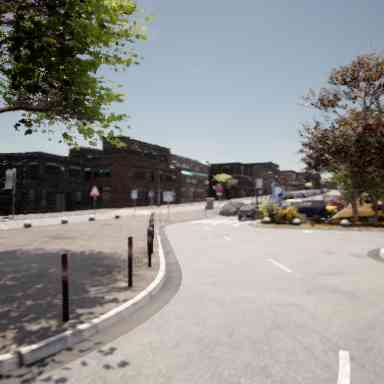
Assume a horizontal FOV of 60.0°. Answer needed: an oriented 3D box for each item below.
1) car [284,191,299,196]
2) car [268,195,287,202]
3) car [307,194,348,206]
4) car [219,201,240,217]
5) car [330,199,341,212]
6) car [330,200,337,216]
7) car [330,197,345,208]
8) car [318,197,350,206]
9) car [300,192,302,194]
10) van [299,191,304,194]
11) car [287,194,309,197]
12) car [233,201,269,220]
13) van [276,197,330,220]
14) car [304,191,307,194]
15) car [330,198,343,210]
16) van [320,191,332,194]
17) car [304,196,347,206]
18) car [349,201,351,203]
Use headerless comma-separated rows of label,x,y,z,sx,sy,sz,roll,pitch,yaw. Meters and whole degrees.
car,21.315,1.119,77.983,5.566,2.045,2.435,-1,1,29
car,13.695,1.733,54.893,1.882,1.535,5.008,-1,0,30
car,19.547,1.569,48.113,4.553,1.767,2.185,-1,1,29
car,4.880,1.930,39.343,2.097,1.767,4.553,-1,1,29
car,13.906,1.894,38.556,5.366,1.575,1.946,-1,1,29
car,12.729,1.975,36.032,4.792,1.488,2.163,-1,1,29
car,16.789,1.795,43.299,4.892,1.521,2.231,-1,1,29
car,23.612,1.588,55.384,4.674,1.452,2.002,-1,1,29
car,24.102,1.312,82.852,4.674,1.452,2.002,-1,1,29
van,25.574,0.996,85.235,4.442,1.987,1.878,-1,1,29
car,17.845,1.666,55.311,2.128,1.511,4.902,-1,1,30
car,6.363,2.097,35.036,1.837,1.490,4.892,-1,1,30
van,11.234,1.772,33.686,4.442,1.987,1.878,-1,1,29
car,26.850,1.174,87.738,5.008,1.535,2.097,-1,1,29
car,15.457,1.873,40.866,4.792,1.488,2.163,-1,1,29
van,25.075,1.272,57.738,4.442,1.987,1.878,-1,1,29
car,18.163,1.744,45.710,5.008,1.535,2.097,-1,1,29
car,22.245,1.596,52.966,5.008,1.535,2.097,-1,1,29
